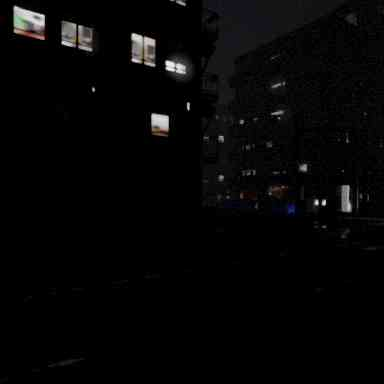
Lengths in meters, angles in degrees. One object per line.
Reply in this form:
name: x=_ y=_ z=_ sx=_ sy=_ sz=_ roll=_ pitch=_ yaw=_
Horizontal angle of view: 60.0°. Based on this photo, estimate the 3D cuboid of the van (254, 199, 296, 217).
van: x=8.673 y=1.571 z=33.674 sx=1.690 sy=1.788 sz=3.998 roll=-1 pitch=0 yaw=-36

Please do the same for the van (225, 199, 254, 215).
van: x=5.358 y=1.645 z=38.190 sx=1.690 sy=1.788 sz=3.998 roll=-1 pitch=0 yaw=-36

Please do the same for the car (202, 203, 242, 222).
car: x=1.934 y=1.853 z=28.757 sx=1.802 sy=1.307 sz=4.206 roll=-1 pitch=0 yaw=-36
